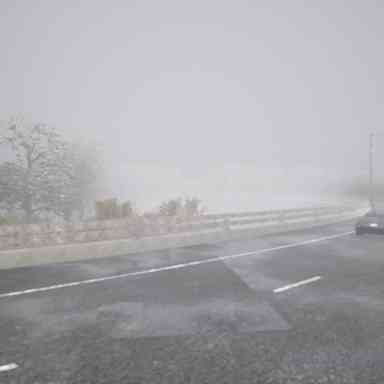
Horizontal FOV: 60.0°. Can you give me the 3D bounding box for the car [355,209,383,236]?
[{"bbox_3d":[10.389,1.594,17.883,1.994,1.385,4.181,0,0,44],"label":"car"}]
